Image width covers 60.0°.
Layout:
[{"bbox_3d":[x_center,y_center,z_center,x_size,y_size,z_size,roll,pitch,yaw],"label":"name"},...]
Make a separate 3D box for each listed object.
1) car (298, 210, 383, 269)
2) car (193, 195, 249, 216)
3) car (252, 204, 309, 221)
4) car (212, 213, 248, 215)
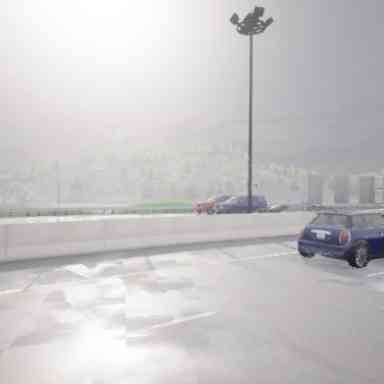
[{"bbox_3d":[5.863,1.417,11.596,4.553,1.767,2.097,1,0,-32],"label":"car"},{"bbox_3d":[3.018,1.309,34.446,5.566,2.045,2.150,1,0,-29],"label":"car"},{"bbox_3d":[7.772,1.714,29.067,4.718,1.301,1.895,0,0,-28],"label":"car"},{"bbox_3d":[4.667,1.315,31.363,5.566,2.045,2.150,0,0,-29],"label":"car"}]
